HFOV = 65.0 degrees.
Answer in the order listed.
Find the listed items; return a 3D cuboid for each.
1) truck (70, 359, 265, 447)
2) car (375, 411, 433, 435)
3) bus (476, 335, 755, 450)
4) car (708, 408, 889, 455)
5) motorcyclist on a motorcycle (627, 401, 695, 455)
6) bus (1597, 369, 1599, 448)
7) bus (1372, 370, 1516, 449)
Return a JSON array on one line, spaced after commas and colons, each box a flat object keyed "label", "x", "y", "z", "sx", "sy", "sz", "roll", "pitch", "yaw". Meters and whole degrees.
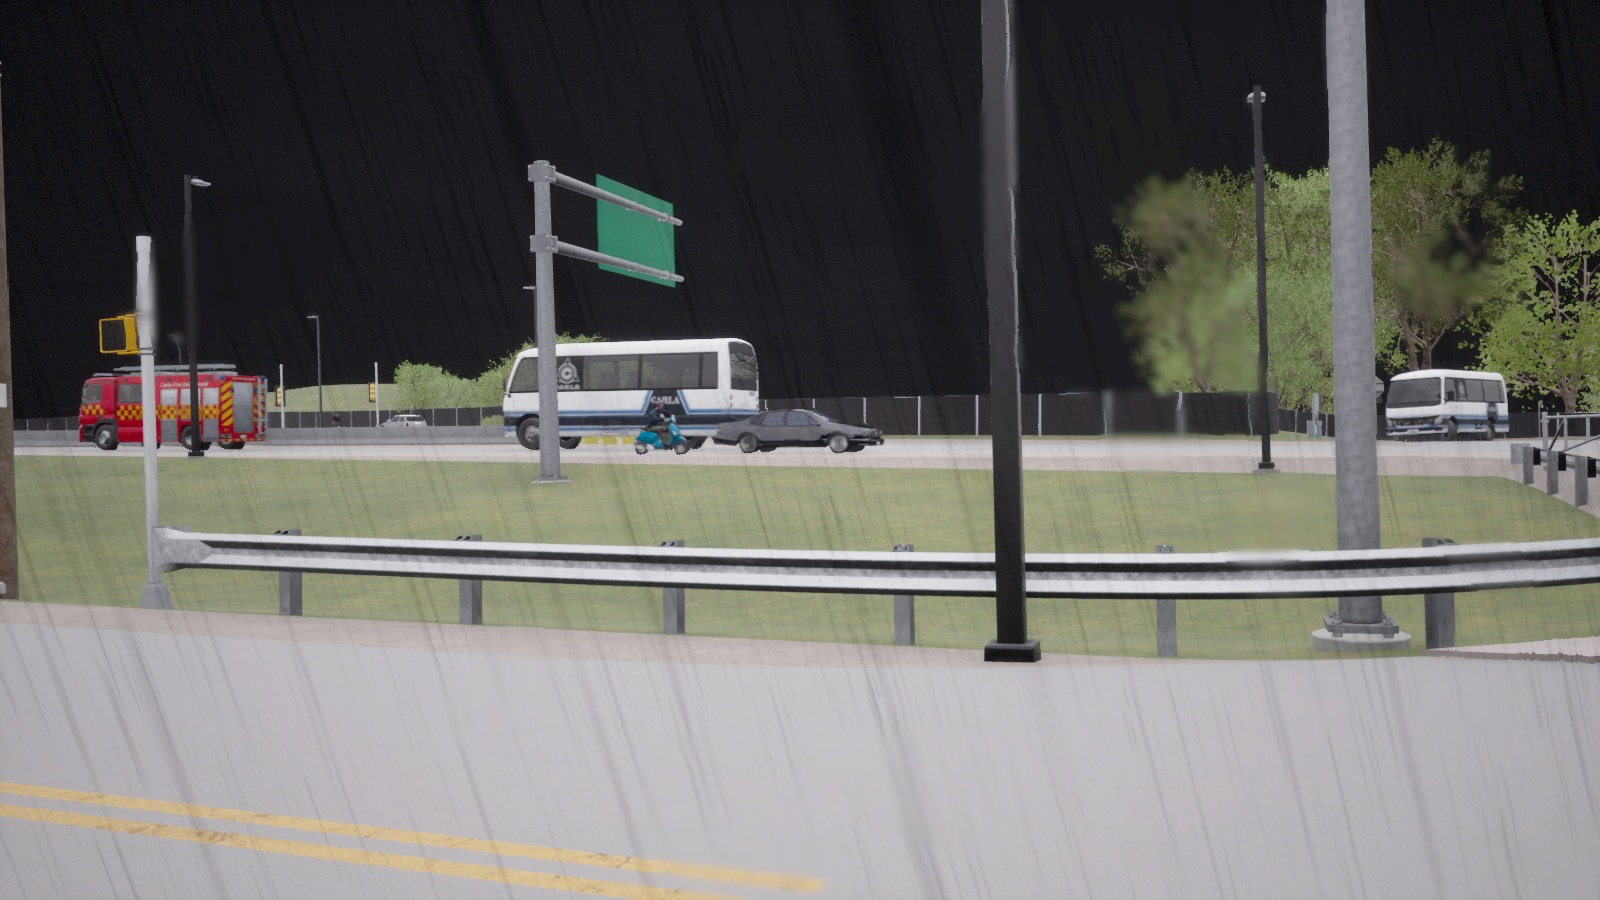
[{"label": "truck", "x": -28.967, "y": -2.109, "z": 57.469, "sx": 8.468, "sy": 3.827, "sz": 2.891, "roll": 0, "pitch": 1, "yaw": 19}, {"label": "car", "x": -25.134, "y": -1.715, "z": 79.673, "sx": 1.970, "sy": 1.475, "sz": 3.806, "roll": -2, "pitch": 2, "yaw": -44}, {"label": "bus", "x": -7.303, "y": -2.182, "z": 49.845, "sx": 10.273, "sy": 4.253, "sz": 3.944, "roll": 0, "pitch": 1, "yaw": 19}, {"label": "car", "x": -0.038, "y": -0.599, "z": 39.888, "sx": 5.357, "sy": 1.411, "sz": 2.033, "roll": 0, "pitch": 1, "yaw": 19}, {"label": "motorcyclist on a motorcycle", "x": -4.166, "y": -0.664, "z": 37.630, "sx": 1.817, "sy": 1.590, "sz": 0.866, "roll": 0, "pitch": 1, "yaw": 19}, {"label": "bus", "x": 43.697, "y": -2.281, "z": 63.169, "sx": 3.944, "sy": 4.253, "sz": 10.273, "roll": -1, "pitch": 0, "yaw": 20}, {"label": "bus", "x": 38.079, "y": -2.270, "z": 74.095, "sx": 10.273, "sy": 4.253, "sz": 3.944, "roll": -1, "pitch": -2, "yaw": -42}]
